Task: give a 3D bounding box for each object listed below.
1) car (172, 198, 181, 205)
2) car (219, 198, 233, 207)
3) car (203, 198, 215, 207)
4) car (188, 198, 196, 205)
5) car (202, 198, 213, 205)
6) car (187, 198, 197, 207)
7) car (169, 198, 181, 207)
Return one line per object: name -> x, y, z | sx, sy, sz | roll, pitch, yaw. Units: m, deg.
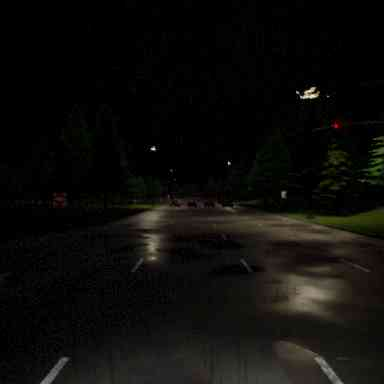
car -> -3.530, 2.192, 75.307 | 1.812, 1.442, 4.674 | 0, -1, 0
car -> 6.974, 2.289, 65.306 | 1.994, 1.385, 4.181 | 0, -1, 0
car -> 3.474, 2.289, 65.305 | 1.994, 1.385, 4.181 | 0, -1, 0
car -> -0.030, 2.192, 75.308 | 1.812, 1.442, 4.674 | 0, -1, 0
car -> 3.470, 2.193, 75.310 | 2.128, 1.511, 4.902 | 0, -1, 0
car -> -0.026, 2.268, 64.887 | 2.033, 1.411, 5.357 | 0, -1, 0
car -> -3.526, 2.251, 65.302 | 1.812, 1.442, 4.674 | 0, -1, 0
